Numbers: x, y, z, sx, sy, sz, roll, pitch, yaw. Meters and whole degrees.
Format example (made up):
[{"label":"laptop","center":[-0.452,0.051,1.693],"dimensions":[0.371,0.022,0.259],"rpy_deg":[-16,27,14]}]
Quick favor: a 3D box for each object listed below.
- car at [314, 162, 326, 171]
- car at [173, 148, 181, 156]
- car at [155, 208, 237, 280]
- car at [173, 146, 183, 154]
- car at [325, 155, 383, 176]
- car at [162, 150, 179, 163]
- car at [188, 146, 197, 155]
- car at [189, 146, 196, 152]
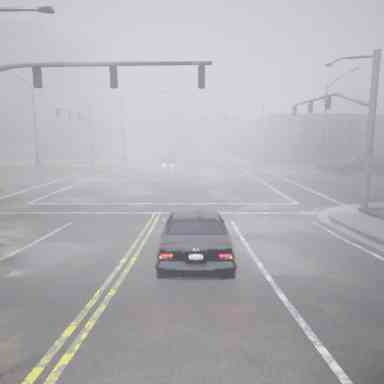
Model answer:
[{"label":"car","center":[16.329,-3.033,37.307],"dimensions":[4.902,1.511,2.128],"rpy_deg":[0,9,0]},{"label":"car","center":[-3.479,-6.853,60.984],"dimensions":[1.837,1.490,4.892],"rpy_deg":[0,9,0]},{"label":"car","center":[0.091,1.158,9.241],"dimensions":[2.033,1.411,5.357],"rpy_deg":[0,5,0]},{"label":"car","center":[-3.397,-8.471,71.180],"dimensions":[2.033,1.411,5.357],"rpy_deg":[0,9,0]},{"label":"car","center":[17.073,-2.738,33.801],"dimensions":[5.566,2.045,2.150],"rpy_deg":[0,9,1]},{"label":"car","center":[-3.522,-5.274,51.505],"dimensions":[2.033,1.411,5.357],"rpy_deg":[0,9,0]},{"label":"car","center":[0.111,-9.511,77.205],"dimensions":[1.882,1.535,5.008],"rpy_deg":[0,9,0]},{"label":"car","center":[0.131,-11.696,90.823],"dimensions":[1.837,1.490,4.892],"rpy_deg":[0,9,0]}]
